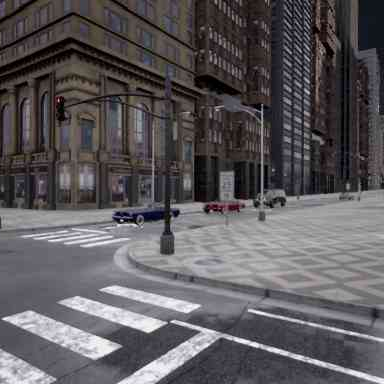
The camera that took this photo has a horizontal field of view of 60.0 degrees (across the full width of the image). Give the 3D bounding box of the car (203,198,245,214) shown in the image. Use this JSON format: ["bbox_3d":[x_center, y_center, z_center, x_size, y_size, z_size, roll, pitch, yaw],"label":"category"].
[{"bbox_3d":[2.904,1.224,29.710,1.895,1.301,4.718,0,1,35],"label":"car"}]

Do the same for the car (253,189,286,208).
[{"bbox_3d":[9.044,0.703,38.317,2.150,2.045,5.566,0,1,36],"label":"car"}]

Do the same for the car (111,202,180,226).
[{"bbox_3d":[-2.899,1.358,21.577,1.895,1.301,4.718,0,1,36],"label":"car"}]

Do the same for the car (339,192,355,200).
[{"bbox_3d":[27.101,0.689,58.136,2.033,1.411,5.357,0,1,33],"label":"car"}]
